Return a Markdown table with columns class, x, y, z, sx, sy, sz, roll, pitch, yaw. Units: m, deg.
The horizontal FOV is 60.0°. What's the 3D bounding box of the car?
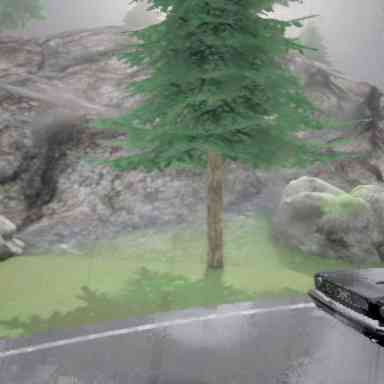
| class | x | y | z | sx | sy | sz | roll | pitch | yaw |
| --- | --- | --- | --- | --- | --- | --- | --- | --- | --- |
| car | 4.404 | 1.648 | 5.364 | 4.718 | 1.301 | 1.895 | 1 | 0 | -11 |
